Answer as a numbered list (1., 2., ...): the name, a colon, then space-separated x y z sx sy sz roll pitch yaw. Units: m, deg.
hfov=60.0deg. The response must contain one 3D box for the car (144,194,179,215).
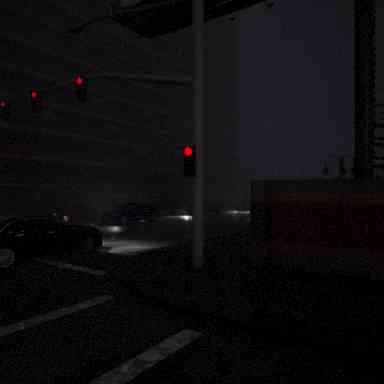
1. car: -3.547 1.221 32.127 2.150 2.045 5.566 0 0 35

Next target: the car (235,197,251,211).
1. car: 7.106 1.352 41.121 2.097 1.767 4.553 0 0 36

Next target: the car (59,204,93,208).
1. car: -8.865 1.564 24.596 1.994 1.385 4.181 0 0 35

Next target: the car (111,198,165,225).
1. car: -4.517 1.478 24.685 1.882 1.535 5.008 0 0 35

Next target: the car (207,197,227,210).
1. car: 2.477 1.351 40.667 2.097 1.767 4.553 0 0 35

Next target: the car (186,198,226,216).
1. car: 1.190 1.564 32.785 1.994 1.385 4.181 0 0 34

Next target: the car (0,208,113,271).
1. car: -5.266 1.505 11.137 1.837 1.490 4.892 0 0 35
